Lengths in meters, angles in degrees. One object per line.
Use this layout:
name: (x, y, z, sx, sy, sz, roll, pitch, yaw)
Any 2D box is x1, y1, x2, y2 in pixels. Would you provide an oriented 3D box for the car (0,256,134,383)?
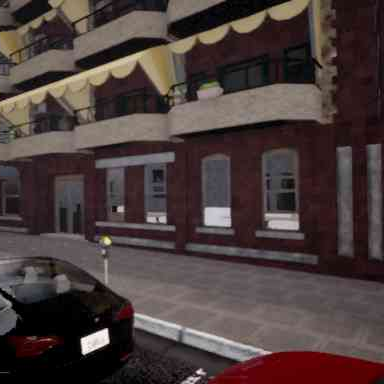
car: (-2.690, 1.588, 4.649, 4.313, 1.339, 1.947, 0, -1, 35)

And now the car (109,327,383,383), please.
car: (1.919, 1.541, 1.363, 4.507, 1.381, 1.887, 0, -1, 35)
